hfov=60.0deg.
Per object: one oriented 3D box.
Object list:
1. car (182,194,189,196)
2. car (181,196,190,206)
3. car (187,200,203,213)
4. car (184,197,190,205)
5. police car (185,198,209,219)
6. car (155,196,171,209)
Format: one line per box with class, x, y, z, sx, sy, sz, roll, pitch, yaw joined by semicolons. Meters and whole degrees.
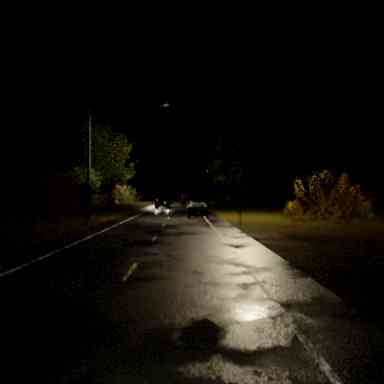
car;-1.702;1.593;86.332;2.150;2.045;5.566;0;0;-1
car;-1.261;2.004;66.736;2.033;1.411;5.357;0;0;-1
car;0.329;1.825;41.959;1.812;1.442;4.674;0;0;-1
car;0.194;1.815;47.957;1.882;1.535;5.008;0;0;-1
police car;0.550;1.659;32.072;1.930;1.638;5.238;0;0;-1
car;-4.501;1.584;51.462;2.150;2.045;5.566;0;-1;-1
